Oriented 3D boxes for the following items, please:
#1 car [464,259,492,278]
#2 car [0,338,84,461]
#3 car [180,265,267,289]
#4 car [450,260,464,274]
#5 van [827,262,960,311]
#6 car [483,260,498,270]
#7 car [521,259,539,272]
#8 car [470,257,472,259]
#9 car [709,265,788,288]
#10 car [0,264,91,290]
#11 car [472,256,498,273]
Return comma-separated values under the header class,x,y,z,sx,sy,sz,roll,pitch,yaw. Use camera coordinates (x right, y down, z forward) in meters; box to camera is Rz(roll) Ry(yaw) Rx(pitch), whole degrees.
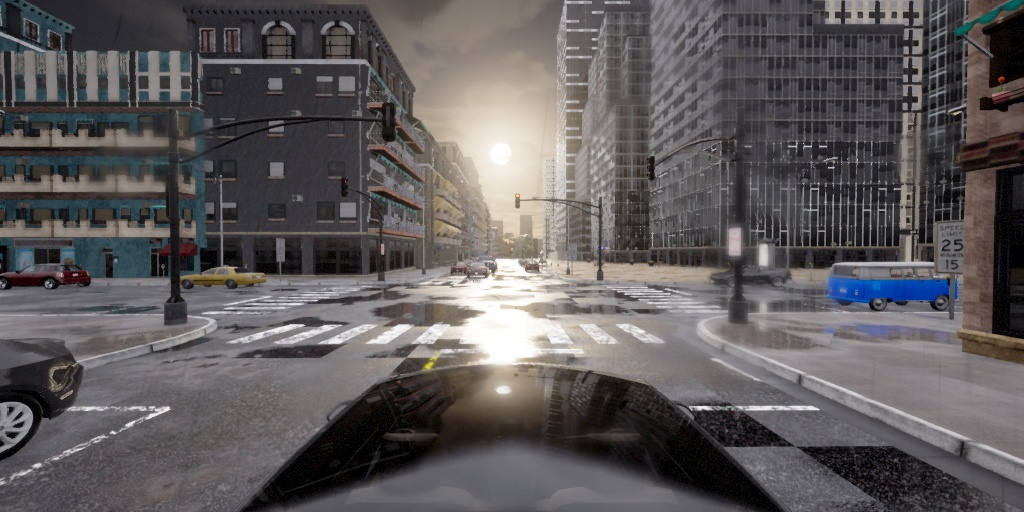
class,x,y,z,sx,sy,sz,roll,pitch,yaw
car,-3.174,1.270,34.221,1.812,1.442,4.674,0,0,0
car,-5.692,1.300,2.178,2.007,1.370,4.403,0,0,0
car,-17.930,1.246,22.133,4.829,1.417,1.751,0,0,0
car,-5.780,1.289,40.245,1.888,1.381,4.507,0,0,0
van,14.661,1.117,13.882,3.998,1.789,1.690,0,0,0
car,-3.205,1.309,54.101,1.994,1.385,4.181,0,0,0
car,2.554,1.289,45.970,1.888,1.381,4.507,0,0,0
car,-5.793,1.184,45.893,1.967,1.591,4.097,0,0,0
car,14.628,1.216,22.262,4.313,1.339,1.948,0,0,0
car,-28.827,1.189,22.090,4.097,1.591,1.967,0,0,0
car,-3.193,0.966,44.127,2.150,2.045,5.566,0,0,0
